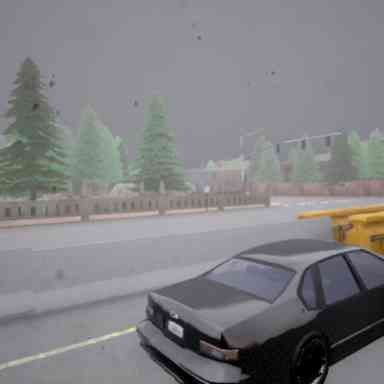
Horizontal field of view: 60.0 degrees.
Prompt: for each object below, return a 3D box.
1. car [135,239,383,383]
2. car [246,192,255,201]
[{"bbox_3d":[1.862,1.467,5.072,5.357,1.411,2.033,-2,1,-35],"label":"car"},{"bbox_3d":[7.220,0.646,48.154,2.033,1.411,5.357,-2,1,-35],"label":"car"}]
